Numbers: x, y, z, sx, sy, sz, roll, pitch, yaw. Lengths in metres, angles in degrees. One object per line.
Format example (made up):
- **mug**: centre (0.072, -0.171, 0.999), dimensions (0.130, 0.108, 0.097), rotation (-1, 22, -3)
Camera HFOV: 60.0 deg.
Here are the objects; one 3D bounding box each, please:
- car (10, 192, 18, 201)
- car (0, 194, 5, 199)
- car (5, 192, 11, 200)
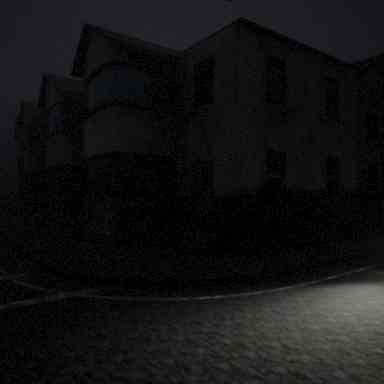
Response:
- **car**: centre (-35.659, 1.098, 71.771), dimensions (5.027, 1.636, 2.152), rotation (0, 0, -36)
- **car**: centre (-45.277, 1.044, 84.188), dimensions (4.605, 1.855, 1.932), rotation (0, 0, -36)
- **car**: centre (-43.226, 1.021, 82.088), dimensions (3.866, 1.878, 1.905), rotation (0, 0, -36)
